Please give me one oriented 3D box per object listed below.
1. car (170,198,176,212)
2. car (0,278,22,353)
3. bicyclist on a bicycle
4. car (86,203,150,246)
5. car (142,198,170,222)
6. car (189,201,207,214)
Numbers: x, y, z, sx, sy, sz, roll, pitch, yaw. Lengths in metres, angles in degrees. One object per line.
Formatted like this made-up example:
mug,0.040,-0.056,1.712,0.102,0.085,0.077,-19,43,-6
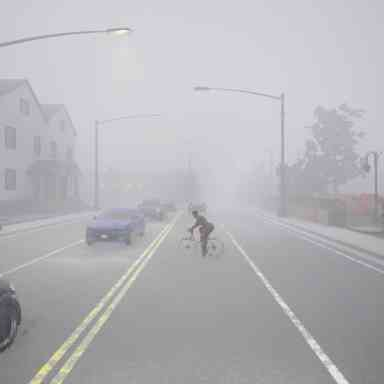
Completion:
car,-2.958,1.477,39.500,1.882,1.535,5.008,0,0,1
car,-3.576,1.564,3.308,1.994,1.385,4.181,0,0,1
bicyclist on a bicycle,0.284,1.455,11.468,1.656,1.620,0.582,-2,-1,20
car,-3.395,1.477,15.524,1.882,1.535,5.008,0,0,1
car,-3.222,1.353,26.599,2.097,1.767,4.553,0,0,1
car,0.606,1.601,35.631,1.895,1.301,4.718,0,0,1
